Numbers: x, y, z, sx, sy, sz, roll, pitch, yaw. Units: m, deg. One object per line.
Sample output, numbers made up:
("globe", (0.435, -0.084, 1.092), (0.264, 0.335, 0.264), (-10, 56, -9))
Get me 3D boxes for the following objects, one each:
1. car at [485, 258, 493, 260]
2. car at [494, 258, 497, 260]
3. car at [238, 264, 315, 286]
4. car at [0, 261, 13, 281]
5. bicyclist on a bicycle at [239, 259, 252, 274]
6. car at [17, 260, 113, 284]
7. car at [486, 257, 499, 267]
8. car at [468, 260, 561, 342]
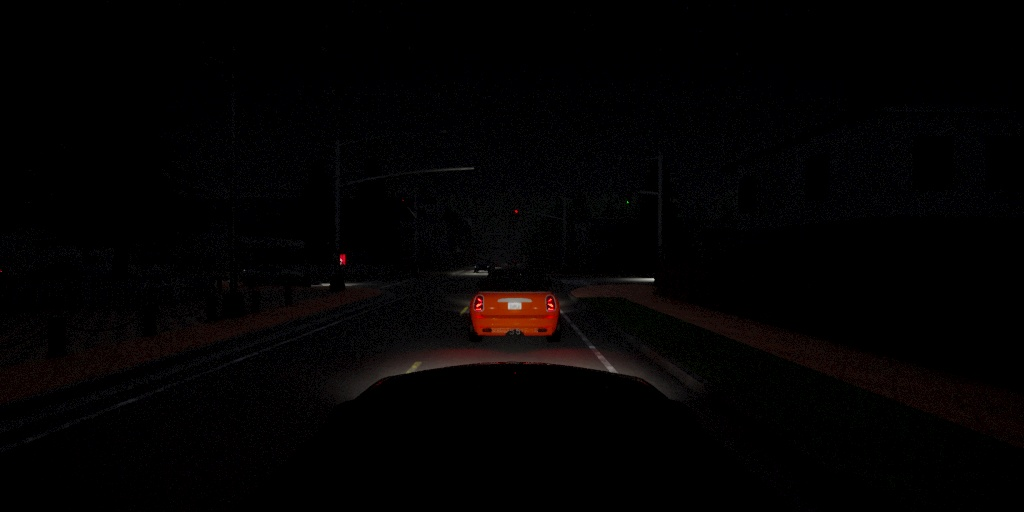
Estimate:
("car", (-3.595, 1.215, 44.746), (1.882, 1.535, 5.008), (0, 0, 0))
("car", (-3.587, 1.226, 55.017), (2.128, 1.511, 4.902), (0, 0, 0))
("car", (-16.040, 1.284, 24.517), (4.674, 1.442, 1.812), (0, 0, -2))
("car", (-41.946, 1.322, 27.430), (4.181, 1.385, 1.994), (0, 0, -2))
("bicyclist on a bicycle", (-23.556, 1.057, 31.764), (0.582, 1.620, 1.656), (0, 0, -2))
("car", (-29.248, 1.236, 24.119), (5.008, 1.535, 1.882), (0, 0, -1))
("car", (-3.550, 1.085, 65.010), (2.097, 1.767, 4.553), (0, 0, 0))
("car", (0.072, 1.100, 9.904), (2.097, 1.767, 4.553), (0, 0, 0))
